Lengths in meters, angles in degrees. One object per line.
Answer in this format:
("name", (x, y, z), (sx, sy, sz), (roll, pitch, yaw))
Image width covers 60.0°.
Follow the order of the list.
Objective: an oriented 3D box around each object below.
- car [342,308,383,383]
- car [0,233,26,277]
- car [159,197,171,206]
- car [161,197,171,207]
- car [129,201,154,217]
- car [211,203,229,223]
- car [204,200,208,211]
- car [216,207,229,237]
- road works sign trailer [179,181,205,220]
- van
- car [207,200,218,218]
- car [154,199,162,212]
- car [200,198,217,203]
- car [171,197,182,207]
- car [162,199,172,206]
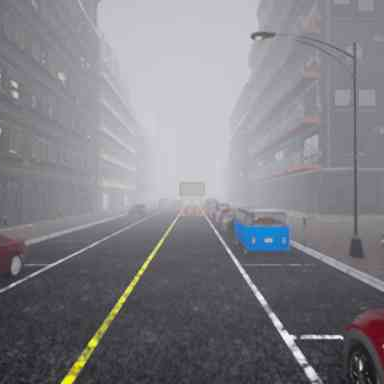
("car", (2.692, 1.465, 2.246), (1.967, 1.590, 4.097), (0, -1, 0))
("car", (-5.688, 1.629, 7.885), (1.887, 1.381, 4.507), (0, -1, 0))
("car", (-5.681, 2.031, 69.885), (2.192, 1.841, 5.009), (0, -1, 0))
("car", (-5.682, 2.100, 64.248), (1.967, 1.590, 4.097), (0, -1, 0))
("car", (-5.686, 1.942, 36.064), (1.947, 1.339, 4.313), (0, -1, 0))
("car", (2.694, 1.805, 24.789), (1.887, 1.381, 4.507), (0, -1, 0))
("car", (2.696, 1.927, 36.061), (2.008, 1.369, 4.403), (0, -1, 0))
("car", (2.693, 1.768, 19.153), (1.947, 1.339, 4.313), (0, -1, 0))
("road works sign trailer", (0.003, 0.794, 31.569), (2.380, 3.560, 2.880), (0, -1, 0))
("van", (2.694, 1.484, 13.519), (1.690, 1.788, 3.998), (0, -1, 0))
("car", (2.695, 1.758, 30.427), (1.967, 1.590, 4.097), (0, -1, 0))
("car", (-5.684, 2.014, 47.168), (1.752, 1.417, 4.829), (0, -1, 0))
("car", (2.698, 1.805, 47.336), (2.192, 1.841, 5.009), (0, -1, 0))
("car", (-3.019, 2.188, 64.584), (1.812, 1.442, 4.674), (0, -1, 1))
("car", (-5.682, 2.354, 75.519), (1.802, 1.307, 4.206), (0, -1, 0))
